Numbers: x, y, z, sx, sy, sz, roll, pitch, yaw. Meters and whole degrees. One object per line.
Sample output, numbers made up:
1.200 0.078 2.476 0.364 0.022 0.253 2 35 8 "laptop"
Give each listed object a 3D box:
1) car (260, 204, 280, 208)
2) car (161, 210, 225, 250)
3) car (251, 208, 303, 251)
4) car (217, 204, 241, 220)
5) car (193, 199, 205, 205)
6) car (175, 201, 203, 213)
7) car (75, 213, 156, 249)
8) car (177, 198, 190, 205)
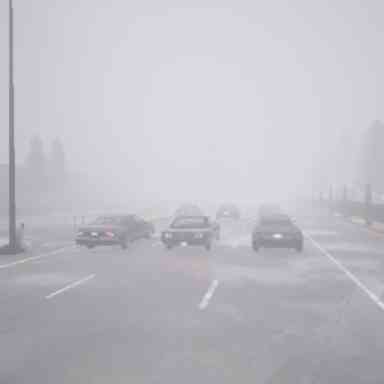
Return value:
6.664 1.723 28.800 1.895 1.301 4.718 -1 0 12 "car"
0.134 1.708 14.932 1.895 1.301 4.718 -1 0 12 "car"
3.603 1.622 14.410 1.994 1.385 4.181 -1 0 12 "car"
3.285 1.738 29.726 1.994 1.385 4.181 -1 0 12 "car"
1.542 2.093 71.429 1.895 1.301 4.718 -1 0 12 "car"
-0.204 1.770 30.164 2.033 1.411 5.357 -1 0 12 "car"
-3.320 1.705 15.513 2.033 1.411 5.357 -1 0 12 "car"
-1.874 2.073 72.197 1.812 1.442 4.674 -1 0 12 "car"
